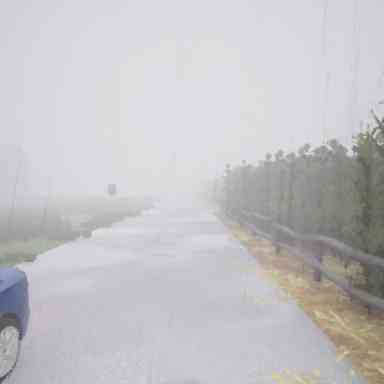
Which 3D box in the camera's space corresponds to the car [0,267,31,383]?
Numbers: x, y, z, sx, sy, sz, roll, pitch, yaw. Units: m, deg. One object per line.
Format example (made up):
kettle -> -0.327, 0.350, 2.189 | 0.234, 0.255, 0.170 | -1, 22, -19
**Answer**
car -> -3.105, 1.467, 2.461 | 1.882, 1.535, 5.008 | 0, 1, 0
